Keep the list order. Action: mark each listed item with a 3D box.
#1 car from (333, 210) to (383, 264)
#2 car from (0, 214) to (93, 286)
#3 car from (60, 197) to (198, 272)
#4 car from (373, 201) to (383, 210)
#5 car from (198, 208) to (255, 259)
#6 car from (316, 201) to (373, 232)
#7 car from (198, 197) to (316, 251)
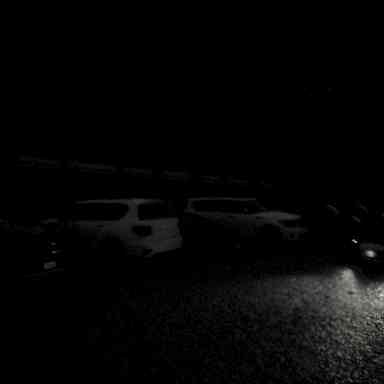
[{"bbox_3d":[7.058,1.489,10.858,4.902,1.511,2.128,0,0,-35],"label":"car"},{"bbox_3d":[-5.321,1.488,9.202,4.892,1.521,2.231,-1,-1,35],"label":"car"},{"bbox_3d":[-2.888,1.235,10.993,5.566,2.045,2.435,-1,-1,34],"label":"car"},{"bbox_3d":[9.420,1.358,19.764,4.553,1.767,2.185,-1,-1,34],"label":"car"},{"bbox_3d":[-0.373,1.515,12.709,4.792,1.488,2.163,-1,-1,35],"label":"car"},{"bbox_3d":[6.958,1.359,18.002,4.553,1.767,2.185,-1,-1,35],"label":"car"},{"bbox_3d":[2.085,1.233,14.470,5.566,2.045,2.435,-1,-1,34],"label":"car"}]
